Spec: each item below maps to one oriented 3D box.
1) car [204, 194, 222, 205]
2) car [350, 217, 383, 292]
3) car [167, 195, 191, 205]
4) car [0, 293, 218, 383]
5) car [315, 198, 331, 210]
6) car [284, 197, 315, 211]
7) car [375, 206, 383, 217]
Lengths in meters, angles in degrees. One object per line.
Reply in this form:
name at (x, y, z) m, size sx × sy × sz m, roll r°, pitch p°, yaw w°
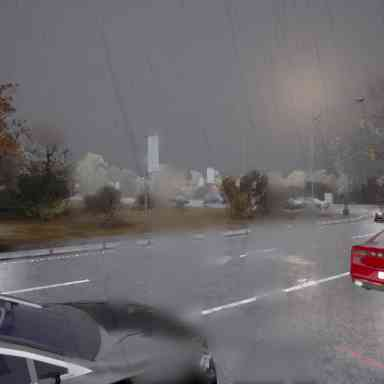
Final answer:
car at (3.889, 1.115, 51.654) m, size 2.097 × 1.767 × 4.553 m, roll -1°, pitch 0°, yaw -39°
car at (5.726, 1.445, 7.825) m, size 5.008 × 1.535 × 1.882 m, roll 0°, pitch 0°, yaw -35°
car at (-2.224, 1.300, 53.700) m, size 1.837 × 1.490 × 4.892 m, roll -1°, pitch 1°, yaw -39°
car at (-1.990, 1.492, 2.310) m, size 4.902 × 1.511 × 2.128 m, roll 0°, pitch 0°, yaw -35°
car at (13.919, 1.281, 39.172) m, size 1.812 × 1.442 × 4.674 m, roll -1°, pitch 1°, yaw -39°
car at (10.616, 1.334, 37.663) m, size 2.033 × 1.411 × 5.357 m, roll -1°, pitch 0°, yaw -39°
car at (13.928, 1.365, 22.548) m, size 1.812 × 1.442 × 4.674 m, roll 1°, pitch 1°, yaw 40°
